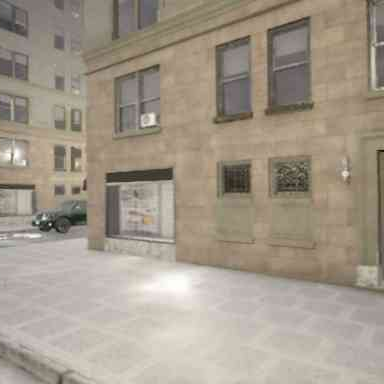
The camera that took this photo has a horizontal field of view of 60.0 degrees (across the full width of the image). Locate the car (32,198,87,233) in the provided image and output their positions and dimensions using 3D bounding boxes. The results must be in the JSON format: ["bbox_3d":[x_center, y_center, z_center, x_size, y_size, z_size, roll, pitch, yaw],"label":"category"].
[{"bbox_3d":[-7.421,1.448,21.703,2.150,2.045,5.566,-1,-1,36],"label":"car"}]
